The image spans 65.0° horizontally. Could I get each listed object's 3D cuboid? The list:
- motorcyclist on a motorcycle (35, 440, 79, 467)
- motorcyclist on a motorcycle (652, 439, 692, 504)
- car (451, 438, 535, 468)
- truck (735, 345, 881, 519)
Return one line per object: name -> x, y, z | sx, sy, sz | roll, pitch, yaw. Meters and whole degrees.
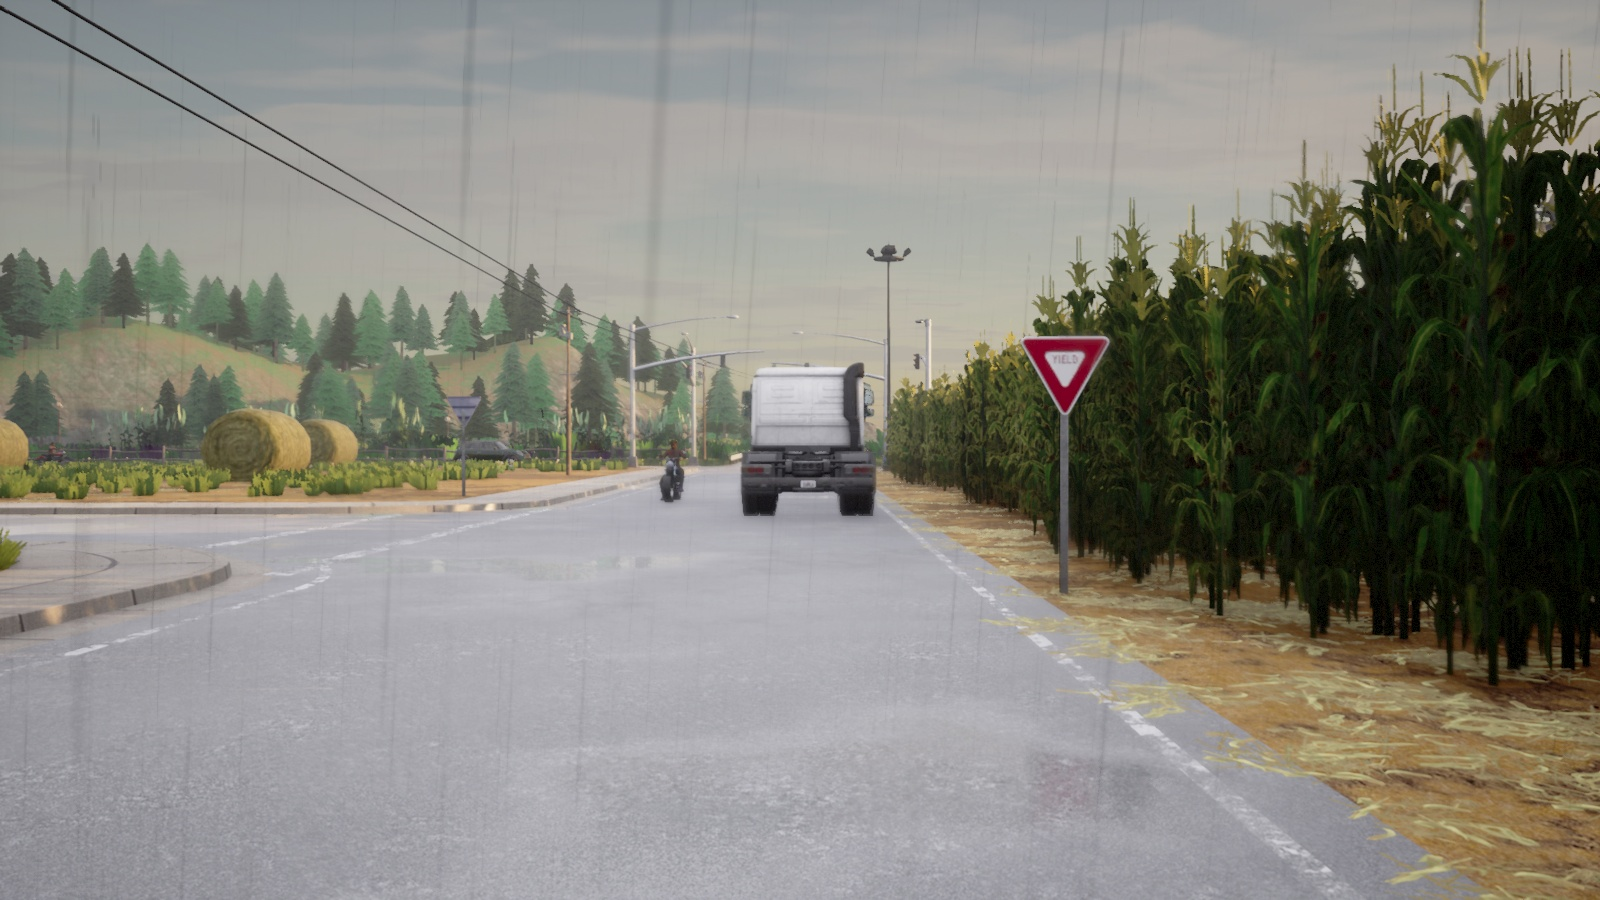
motorcyclist on a motorcycle -> -46.019, 0.233, 77.788 | 2.350, 1.649, 0.766 | 0, 0, 3
motorcyclist on a motorcycle -> -3.310, 0.530, 32.668 | 0.766, 1.649, 2.350 | 0, 0, 1
car -> -18.599, 0.172, 76.211 | 4.553, 1.767, 2.097 | 0, 0, 3
truck -> 0.183, -0.381, 28.895 | 2.891, 3.462, 7.936 | 0, 0, 0
